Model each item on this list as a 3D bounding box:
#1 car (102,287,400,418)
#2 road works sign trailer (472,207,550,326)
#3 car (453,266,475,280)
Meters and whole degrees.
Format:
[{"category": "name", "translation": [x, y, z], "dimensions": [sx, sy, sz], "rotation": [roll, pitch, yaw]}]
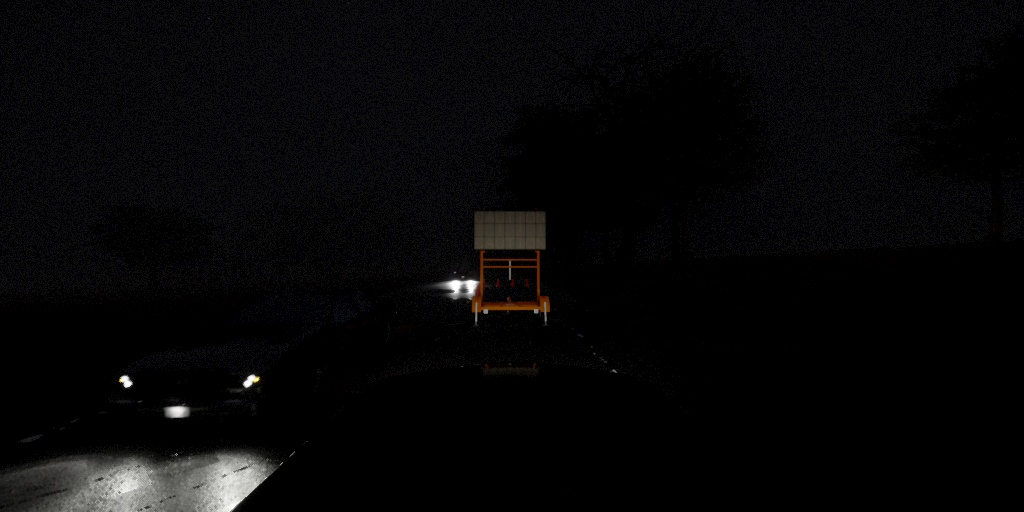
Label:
[{"category": "car", "translation": [-3.637, 1.299, 6.530], "dimensions": [2.033, 1.411, 5.357], "rotation": [0, 0, -1]}, {"category": "road works sign trailer", "translation": [-0.067, 0.231, 11.690], "dimensions": [2.380, 3.560, 2.880], "rotation": [0, 0, -2]}, {"category": "car", "translation": [-4.698, 1.664, 35.416], "dimensions": [1.895, 1.301, 4.718], "rotation": [0, -1, -4]}]
